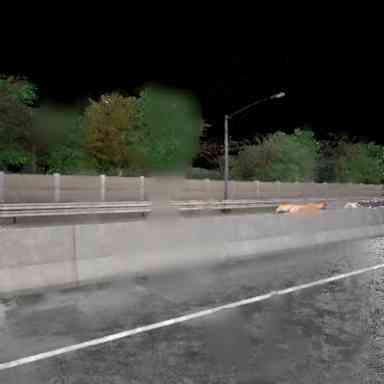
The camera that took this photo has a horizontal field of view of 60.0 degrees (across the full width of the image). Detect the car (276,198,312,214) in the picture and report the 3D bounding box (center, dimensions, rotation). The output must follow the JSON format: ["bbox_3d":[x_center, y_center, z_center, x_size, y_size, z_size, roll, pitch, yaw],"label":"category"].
[{"bbox_3d":[9.091,1.337,27.596,4.553,1.767,2.097,0,0,-35],"label":"car"}]

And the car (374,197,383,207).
[{"bbox_3d":[7.478,1.215,9.062,5.566,2.045,2.150,0,0,-35],"label":"car"}]

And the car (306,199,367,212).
[{"bbox_3d":[11.115,1.477,24.741,4.902,1.511,2.128,0,0,-35],"label":"car"}]
